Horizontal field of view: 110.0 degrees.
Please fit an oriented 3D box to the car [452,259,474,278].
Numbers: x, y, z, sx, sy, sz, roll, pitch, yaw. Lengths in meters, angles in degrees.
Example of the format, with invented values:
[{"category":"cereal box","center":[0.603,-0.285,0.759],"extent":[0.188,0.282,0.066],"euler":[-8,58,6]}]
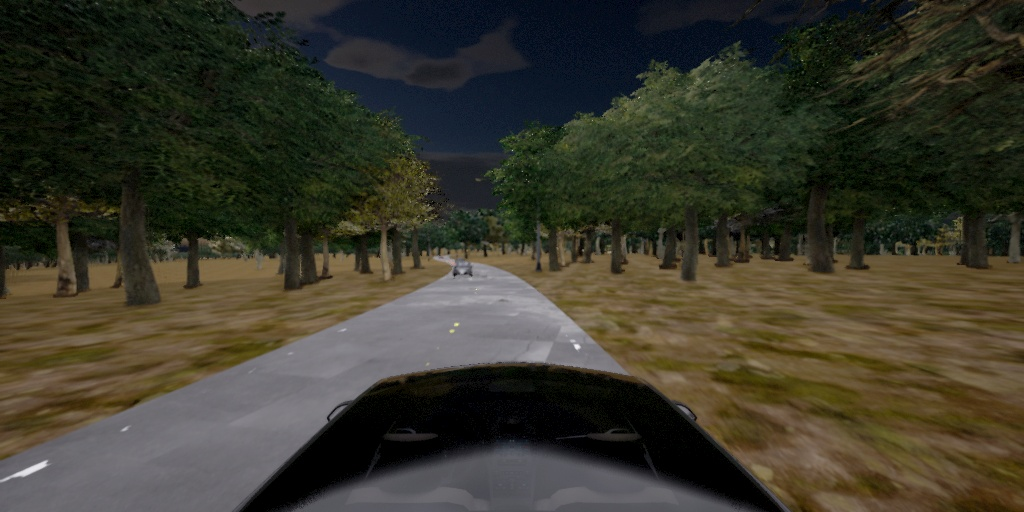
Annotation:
[{"category":"car","center":[-4.731,1.250,34.795],"extent":[2.128,1.511,4.902],"euler":[0,0,-6]}]
